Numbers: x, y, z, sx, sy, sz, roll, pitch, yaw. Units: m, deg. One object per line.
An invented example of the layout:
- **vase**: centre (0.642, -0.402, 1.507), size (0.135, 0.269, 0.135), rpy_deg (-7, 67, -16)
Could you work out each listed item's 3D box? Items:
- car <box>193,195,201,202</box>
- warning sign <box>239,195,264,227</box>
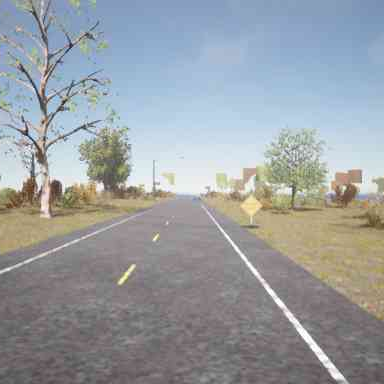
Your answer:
- **car**: centre (1.222, 1.600, 84.825), size (2.097, 1.767, 4.553), rpy_deg (0, 0, 0)
- **warning sign**: centre (3.545, 1.106, 19.862), size (1.300, 1.860, 1.060), rpy_deg (0, 0, 0)
